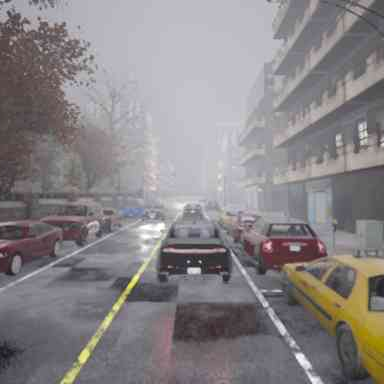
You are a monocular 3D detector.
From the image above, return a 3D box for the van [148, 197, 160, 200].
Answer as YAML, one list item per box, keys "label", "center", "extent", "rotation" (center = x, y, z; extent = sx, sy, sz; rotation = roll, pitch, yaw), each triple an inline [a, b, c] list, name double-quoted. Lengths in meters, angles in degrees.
- label: "van"
  center: [-5.635, 1.695, 49.333]
  extent: [1.690, 1.788, 3.998]
  rotation: [1, 0, 0]

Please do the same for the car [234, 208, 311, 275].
- label: "car"
  center: [2.706, 1.517, 10.668]
  extent: [1.967, 1.590, 4.097]
  rotation: [1, 0, 0]

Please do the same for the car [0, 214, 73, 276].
- label: "car"
  center: [-5.676, 1.622, 10.668]
  extent: [1.887, 1.381, 4.507]
  rotation: [1, 0, 0]

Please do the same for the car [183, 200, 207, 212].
- label: "car"
  center: [0.097, 1.770, 31.109]
  extent: [2.033, 1.411, 5.357]
  rotation: [0, 0, 0]

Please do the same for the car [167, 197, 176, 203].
- label: "car"
  center: [-5.668, 2.153, 87.105]
  extent: [1.752, 1.417, 4.829]
  rotation: [1, 0, 0]

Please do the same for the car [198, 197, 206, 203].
- label: "car"
  center: [2.711, 2.220, 92.917]
  extent: [2.008, 1.369, 4.403]
  rotation: [1, 0, 0]

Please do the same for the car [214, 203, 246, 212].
- label: "car"
  center: [2.705, 1.682, 21.883]
  extent: [1.752, 1.417, 4.829]
  rotation: [1, 0, 0]

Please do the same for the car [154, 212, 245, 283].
- label: "car"
  center: [0.068, 1.564, 9.880]
  extent: [2.128, 1.511, 4.902]
  rotation: [0, 0, 0]

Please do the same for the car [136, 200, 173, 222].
- label: "car"
  center: [-3.097, 1.694, 28.306]
  extent: [2.128, 1.511, 4.902]
  rotation: [0, 0, 0]

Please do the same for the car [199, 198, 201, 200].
- label: "car"
  center: [2.711, 2.194, 87.275]
  extent: [1.947, 1.339, 4.313]
  rotation: [1, 0, 0]

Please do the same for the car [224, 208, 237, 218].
- label: "car"
  center: [2.704, 1.698, 16.189]
  extent: [1.802, 1.307, 4.206]
  rotation: [1, 0, 0]

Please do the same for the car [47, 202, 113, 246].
- label: "car"
  center: [-5.671, 1.431, 16.192]
  extent: [2.192, 1.841, 5.009]
  rotation: [1, 0, 0]

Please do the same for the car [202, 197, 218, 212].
- label: "car"
  center: [2.678, 1.755, 43.806]
  extent: [1.967, 1.590, 4.097]
  rotation: [1, 0, 0]

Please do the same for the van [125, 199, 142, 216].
- label: "van"
  center: [-5.679, 1.576, 32.762]
  extent: [1.690, 1.788, 3.998]
  rotation: [1, 0, 0]

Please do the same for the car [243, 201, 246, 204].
- label: "car"
  center: [13.649, 2.141, 75.458]
  extent: [4.097, 1.590, 1.967]
  rotation: [0, -2, 1]

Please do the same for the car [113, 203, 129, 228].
- label: "car"
  center: [-5.675, 1.700, 21.714]
  extent: [1.887, 1.381, 4.507]
  rotation: [1, 0, 0]

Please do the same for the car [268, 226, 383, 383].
- label: "car"
  center: [2.704, 1.564, 5.313]
  extent: [1.752, 1.417, 4.829]
  rotation: [1, 0, 0]
